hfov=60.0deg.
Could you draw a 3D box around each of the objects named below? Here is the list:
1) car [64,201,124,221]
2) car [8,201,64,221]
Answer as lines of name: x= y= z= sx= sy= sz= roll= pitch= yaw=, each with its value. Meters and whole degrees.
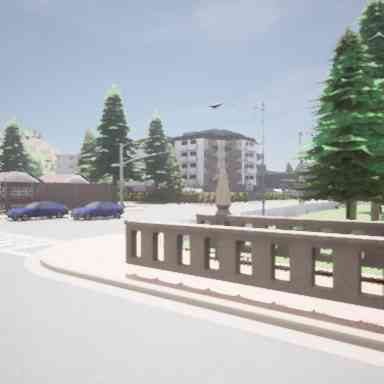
car: x=-7.730 y=1.506 z=27.464 sx=1.812 sy=1.442 sz=4.674 roll=0 pitch=0 yaw=38
car: x=-12.426 y=1.511 z=27.106 sx=1.812 sy=1.442 sz=4.674 roll=0 pitch=0 yaw=38
